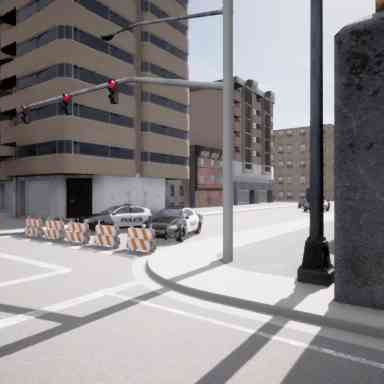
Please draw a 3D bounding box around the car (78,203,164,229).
[{"bbox_3d":[-4.060,1.295,19.242,4.536,1.218,1.853,0,0,-29],"label":"car"}]

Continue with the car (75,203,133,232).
[{"bbox_3d":[-4.106,1.453,19.216,4.974,1.542,2.038,0,0,-29],"label":"car"}]

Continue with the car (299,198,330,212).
[{"bbox_3d":[14.365,1.453,38.303,2.038,1.542,4.974,0,0,36],"label":"car"}]

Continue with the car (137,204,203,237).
[{"bbox_3d":[-0.900,1.295,16.580,1.853,1.218,4.536,0,0,16],"label":"car"}]

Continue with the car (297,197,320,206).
[{"bbox_3d":[16.606,1.295,47.262,1.853,1.218,4.536,0,0,36],"label":"car"}]

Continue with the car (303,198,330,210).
[{"bbox_3d":[14.395,1.295,38.345,1.853,1.218,4.536,0,0,36],"label":"car"}]

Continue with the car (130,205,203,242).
[{"bbox_3d":[-0.914,1.453,16.530,2.038,1.542,4.974,0,0,16],"label":"car"}]
